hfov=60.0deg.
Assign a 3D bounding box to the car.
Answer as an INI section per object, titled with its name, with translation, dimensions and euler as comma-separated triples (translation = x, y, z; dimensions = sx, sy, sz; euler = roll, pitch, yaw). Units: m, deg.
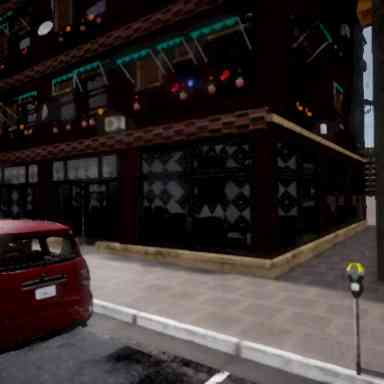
[car]
translation = -3.790, 1.373, 5.591
dimensions = 5.009, 1.841, 2.192
euler = -1, -1, 36
